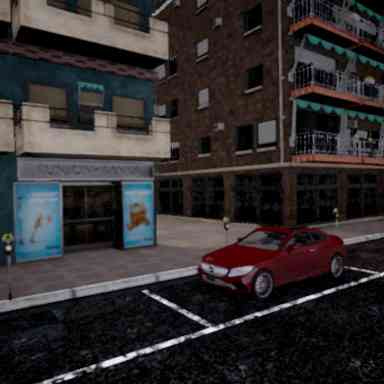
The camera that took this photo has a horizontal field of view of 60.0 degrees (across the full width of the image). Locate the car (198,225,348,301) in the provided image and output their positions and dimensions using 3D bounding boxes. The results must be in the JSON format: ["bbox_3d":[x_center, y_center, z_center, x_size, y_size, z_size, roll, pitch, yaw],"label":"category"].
[{"bbox_3d":[2.091,1.479,8.020,4.206,1.307,1.802,-1,0,-35],"label":"car"}]
